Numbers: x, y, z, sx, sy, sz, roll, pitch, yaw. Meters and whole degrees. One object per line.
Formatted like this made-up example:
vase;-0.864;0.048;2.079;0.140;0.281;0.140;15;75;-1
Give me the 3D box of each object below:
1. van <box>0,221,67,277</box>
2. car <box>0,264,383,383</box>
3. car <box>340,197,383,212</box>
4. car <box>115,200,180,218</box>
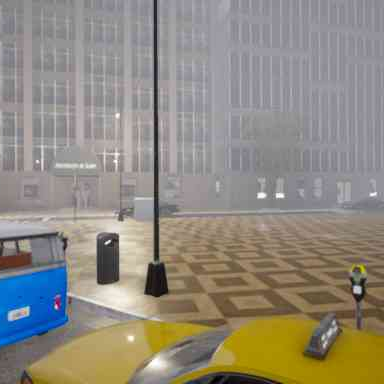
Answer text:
van;-3.744;1.341;5.386;3.998;1.788;1.690;0;0;35
car;0.627;1.525;2.278;4.829;1.417;1.752;0;0;35
car;16.978;1.231;33.023;4.181;1.385;1.994;0;0;-14
car;-3.690;1.359;27.890;5.357;1.411;2.033;0;0;-14
